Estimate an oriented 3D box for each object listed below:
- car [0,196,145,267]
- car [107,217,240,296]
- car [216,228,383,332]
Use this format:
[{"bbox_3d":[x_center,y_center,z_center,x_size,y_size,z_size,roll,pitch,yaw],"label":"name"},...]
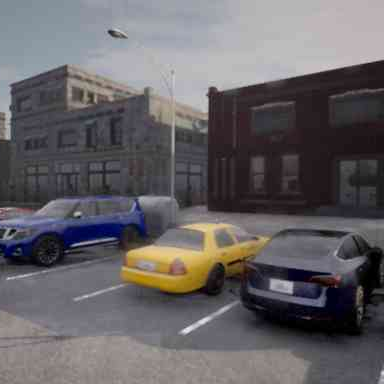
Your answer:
[{"bbox_3d":[-4.038,1.181,11.788,2.435,2.045,5.566,0,0,35],"label":"car"},{"bbox_3d":[0.576,1.453,8.766,1.946,1.575,5.366,0,0,35],"label":"car"},{"bbox_3d":[2.732,1.500,7.040,2.163,1.488,4.792,0,0,35],"label":"car"}]
